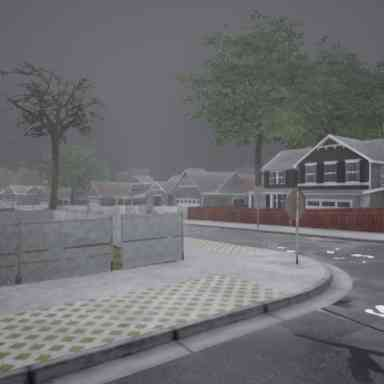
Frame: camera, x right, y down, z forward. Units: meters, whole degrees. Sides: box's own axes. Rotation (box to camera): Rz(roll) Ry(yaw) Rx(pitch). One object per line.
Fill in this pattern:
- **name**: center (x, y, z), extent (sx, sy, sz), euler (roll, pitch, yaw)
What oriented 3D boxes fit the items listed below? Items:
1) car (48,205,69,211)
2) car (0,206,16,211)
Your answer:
- **car**: center (-18.777, 2.669, 46.735), extent (2.097, 1.767, 4.553), euler (1, -2, -38)
- **car**: center (-41.339, 3.883, 74.457), extent (5.008, 1.535, 1.882), euler (-2, -2, 40)
